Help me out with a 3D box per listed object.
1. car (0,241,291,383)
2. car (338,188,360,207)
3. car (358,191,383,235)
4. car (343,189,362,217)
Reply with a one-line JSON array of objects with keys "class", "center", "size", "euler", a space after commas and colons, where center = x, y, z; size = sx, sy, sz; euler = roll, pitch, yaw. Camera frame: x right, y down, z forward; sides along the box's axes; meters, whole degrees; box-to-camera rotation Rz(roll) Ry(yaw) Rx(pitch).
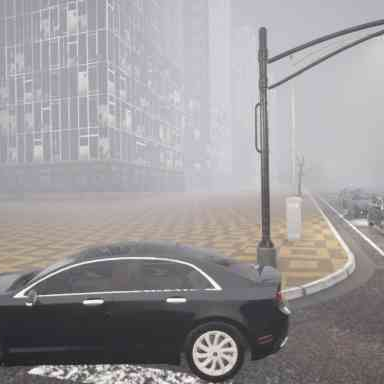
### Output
[{"class": "car", "center": [-1.121, 1.505, 4.786], "size": [4.892, 1.490, 1.837], "euler": [0, 0, 0]}, {"class": "car", "center": [12.938, 0.453, 26.828], "size": [2.128, 1.511, 4.902], "euler": [-1, 2, 18]}, {"class": "car", "center": [8.937, 0.928, 14.456], "size": [2.128, 1.511, 4.902], "euler": [-1, 2, 18]}, {"class": "car", "center": [10.964, 0.759, 20.757], "size": [1.994, 1.385, 4.181], "euler": [-1, 2, 17]}]
